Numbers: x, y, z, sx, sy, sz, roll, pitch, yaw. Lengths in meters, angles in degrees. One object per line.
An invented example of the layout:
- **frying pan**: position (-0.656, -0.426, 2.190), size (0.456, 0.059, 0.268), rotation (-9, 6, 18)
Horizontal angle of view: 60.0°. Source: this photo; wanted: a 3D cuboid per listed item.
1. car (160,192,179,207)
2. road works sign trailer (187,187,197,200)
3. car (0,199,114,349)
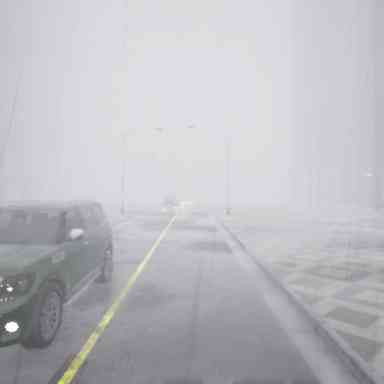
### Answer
- **car**: position (-3.067, 1.212, 47.957), size (2.097, 1.767, 4.553), rotation (0, 0, 0)
- **road works sign trailer**: position (0.022, 0.277, 86.970), size (2.380, 3.560, 2.880), rotation (0, 0, 0)
- **car**: position (-3.099, 1.198, 6.575), size (2.150, 2.045, 5.566), rotation (0, 0, 0)
